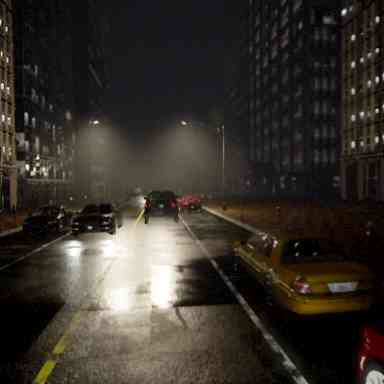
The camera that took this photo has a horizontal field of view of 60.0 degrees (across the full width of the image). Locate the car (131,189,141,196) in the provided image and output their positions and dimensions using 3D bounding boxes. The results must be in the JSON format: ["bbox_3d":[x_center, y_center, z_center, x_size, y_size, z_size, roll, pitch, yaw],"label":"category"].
[{"bbox_3d":[-14.239,0.100,84.908,2.192,1.841,5.009,-1,1,-6],"label":"car"}]

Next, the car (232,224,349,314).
[{"bbox_3d":[2.065,1.381,7.367,1.752,1.417,4.829,-1,1,-6],"label":"car"}]

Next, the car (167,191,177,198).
[{"bbox_3d":[-4.189,0.481,68.945,2.008,1.369,4.403,-1,1,-6],"label":"car"}]

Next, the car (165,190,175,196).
[{"bbox_3d":[-5.330,0.309,80.171,2.008,1.369,4.403,-1,1,-6],"label":"car"}]

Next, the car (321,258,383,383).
[{"bbox_3d":[2.653,1.485,1.585,1.887,1.381,4.507,-1,1,-6],"label":"car"}]

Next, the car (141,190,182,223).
[{"bbox_3d":[-2.099,0.884,22.620,2.150,2.045,5.566,-1,1,-6],"label":"car"}]

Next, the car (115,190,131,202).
[{"bbox_3d":[-10.797,0.827,51.072,1.752,1.417,4.829,-1,1,-6],"label":"car"}]

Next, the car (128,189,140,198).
[{"bbox_3d":[-12.529,0.358,68.072,2.192,1.841,5.009,-1,1,-6],"label":"car"}]

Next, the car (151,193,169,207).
[{"bbox_3d":[-3.924,0.882,40.695,2.128,1.511,4.902,-1,1,-6],"label":"car"}]

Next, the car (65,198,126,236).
[{"bbox_3d":[-4.709,1.286,16.991,1.837,1.490,4.892,-1,1,-6],"label":"car"}]

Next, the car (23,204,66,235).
[{"bbox_3d":[-7.393,1.355,17.569,2.008,1.369,4.403,-1,1,-6],"label":"car"}]

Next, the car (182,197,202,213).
[{"bbox_3d":[-0.198,1.069,29.652,1.887,1.381,4.507,-1,1,-6],"label":"car"}]

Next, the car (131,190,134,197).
[{"bbox_3d":[-11.383,0.796,56.853,1.802,1.307,4.206,-1,1,-6],"label":"car"}]

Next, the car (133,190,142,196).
[{"bbox_3d":[-14.804,0.249,90.524,2.008,1.369,4.403,-1,1,-6],"label":"car"}]

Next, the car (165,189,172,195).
[{"bbox_3d":[-6.473,0.026,91.395,1.967,1.590,4.097,-1,1,-6],"label":"car"}]

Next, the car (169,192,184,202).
[{"bbox_3d":[-2.478,0.737,52.105,2.008,1.369,4.403,-1,1,-6],"label":"car"}]
